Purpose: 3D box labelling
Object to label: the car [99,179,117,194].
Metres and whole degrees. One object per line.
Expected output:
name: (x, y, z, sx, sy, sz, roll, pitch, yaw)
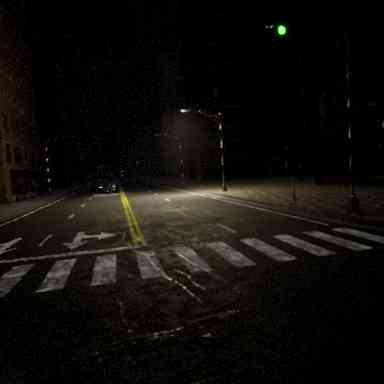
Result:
car: (-10.679, -0.776, 42.166, 2.097, 1.767, 4.553, -5, 3, -13)
